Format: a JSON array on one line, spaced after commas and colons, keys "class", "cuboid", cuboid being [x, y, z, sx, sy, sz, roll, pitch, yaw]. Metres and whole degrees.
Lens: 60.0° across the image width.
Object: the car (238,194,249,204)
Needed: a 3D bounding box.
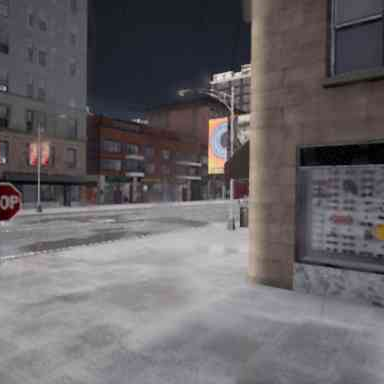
[{"class": "car", "cuboid": [8.701, 1.112, 50.620, 2.128, 1.511, 4.902, 1, 1, 36]}]
